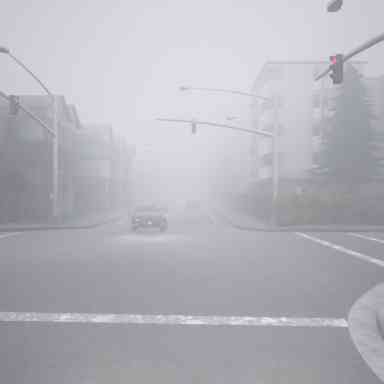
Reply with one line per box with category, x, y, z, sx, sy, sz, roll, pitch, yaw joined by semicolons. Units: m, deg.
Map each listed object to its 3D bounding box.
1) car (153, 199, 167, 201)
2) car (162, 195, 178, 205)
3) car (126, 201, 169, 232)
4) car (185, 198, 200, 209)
car;-3.586;1.491;37.214;2.128;1.511;4.902;0;0;0
car;-3.491;1.243;53.245;2.128;1.511;4.902;0;0;0
car;-2.718;1.461;19.406;1.837;1.490;4.892;0;-2;-13
car;0.104;1.526;45.561;1.812;1.442;4.674;0;0;0
